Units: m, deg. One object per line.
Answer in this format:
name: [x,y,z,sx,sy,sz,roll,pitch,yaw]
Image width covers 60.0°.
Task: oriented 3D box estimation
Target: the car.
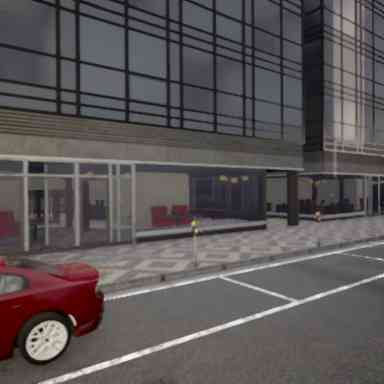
car: [-3.405,1.549,4.221,4.507,1.381,1.887,-1,0,-36]
